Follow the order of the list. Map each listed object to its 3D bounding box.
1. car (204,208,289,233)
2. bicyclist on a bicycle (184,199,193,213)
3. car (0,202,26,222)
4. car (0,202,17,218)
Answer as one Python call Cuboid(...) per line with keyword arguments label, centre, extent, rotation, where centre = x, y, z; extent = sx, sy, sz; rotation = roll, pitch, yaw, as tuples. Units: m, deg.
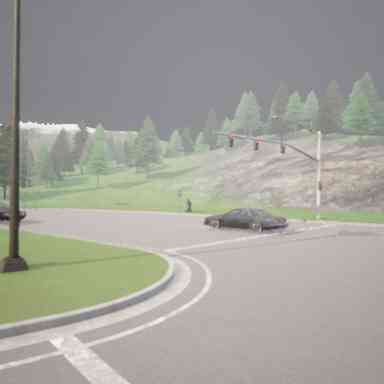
Cuboid(label="car", centre=(3.327, 1.724, 20.996), extent=(5.357, 1.411, 2.033), rotation=(0, -1, 39))
Cuboid(label="bicyclist on a bicycle", centre=(-0.394, 1.559, 37.491), extent=(0.582, 1.620, 1.656), rotation=(0, 0, 34))
Cuboid(label="car", centre=(-14.865, 1.636, 25.275), extent=(4.718, 1.301, 1.895), rotation=(0, -1, 29))
Cuboid(label="car", centre=(-18.590, 1.603, 30.789), extent=(4.181, 1.385, 1.994), rotation=(0, -1, 21))
